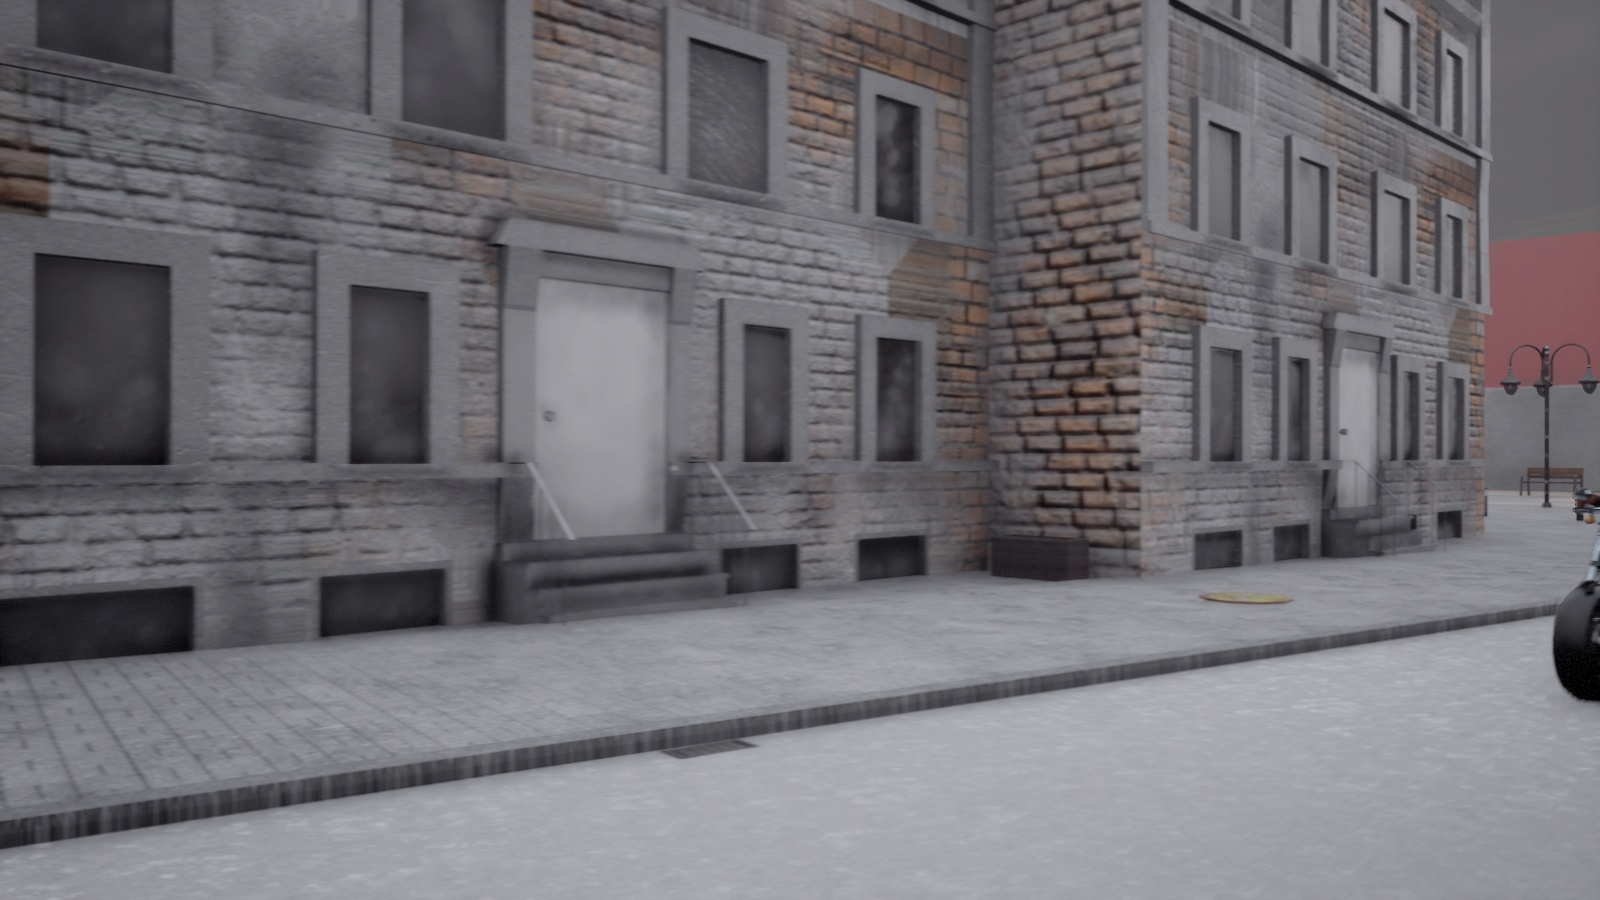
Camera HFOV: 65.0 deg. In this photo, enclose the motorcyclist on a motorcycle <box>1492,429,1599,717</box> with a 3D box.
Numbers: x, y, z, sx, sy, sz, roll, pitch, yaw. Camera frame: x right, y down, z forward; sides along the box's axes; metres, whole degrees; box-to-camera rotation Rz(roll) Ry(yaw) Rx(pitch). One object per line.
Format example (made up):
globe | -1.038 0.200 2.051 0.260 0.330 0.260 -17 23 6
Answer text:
motorcyclist on a motorcycle | 5.424 0.703 8.044 2.350 1.649 0.766 0 0 -35
